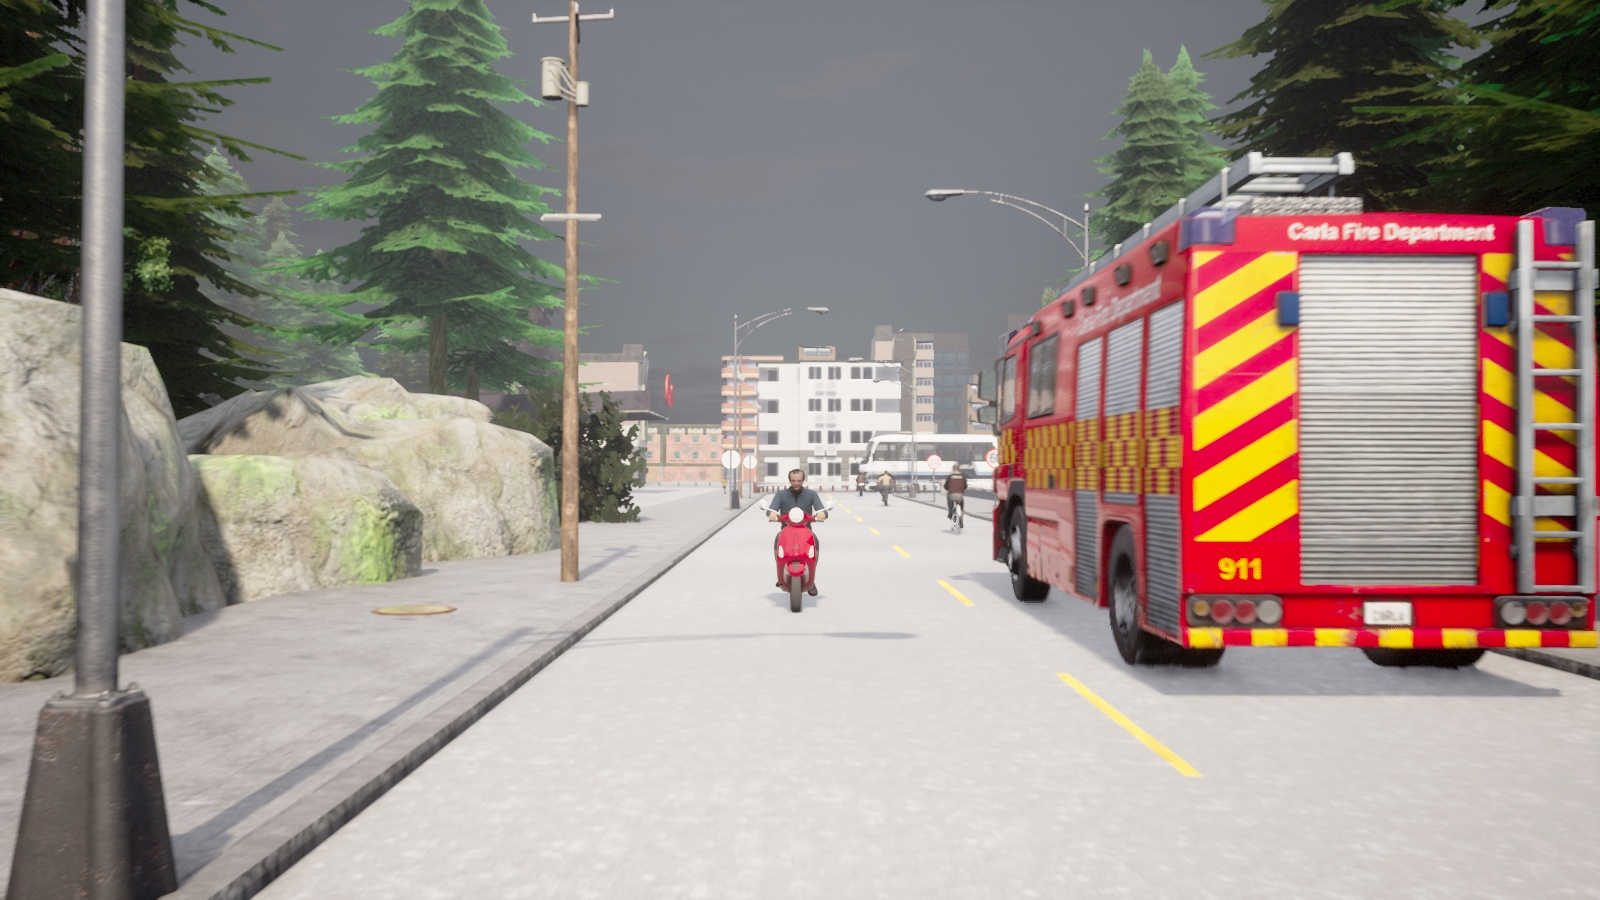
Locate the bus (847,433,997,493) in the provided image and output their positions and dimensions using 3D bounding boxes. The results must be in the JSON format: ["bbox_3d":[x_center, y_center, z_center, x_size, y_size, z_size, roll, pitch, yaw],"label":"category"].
[{"bbox_3d":[8.830,0.940,91.791,10.273,4.253,3.944,0,-2,-7],"label":"bus"}]

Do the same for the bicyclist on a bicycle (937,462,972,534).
[{"bbox_3d":[3.924,1.204,31.950,0.659,1.776,1.843,0,-1,0],"label":"bicyclist on a bicycle"}]

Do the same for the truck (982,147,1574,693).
[{"bbox_3d":[3.965,-0.147,13.064,2.891,3.827,8.468,0,-1,0],"label":"truck"}]

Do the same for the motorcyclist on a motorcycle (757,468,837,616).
[{"bbox_3d":[-0.035,1.011,14.473,0.866,1.590,1.817,0,-1,0],"label":"motorcyclist on a motorcycle"}]
